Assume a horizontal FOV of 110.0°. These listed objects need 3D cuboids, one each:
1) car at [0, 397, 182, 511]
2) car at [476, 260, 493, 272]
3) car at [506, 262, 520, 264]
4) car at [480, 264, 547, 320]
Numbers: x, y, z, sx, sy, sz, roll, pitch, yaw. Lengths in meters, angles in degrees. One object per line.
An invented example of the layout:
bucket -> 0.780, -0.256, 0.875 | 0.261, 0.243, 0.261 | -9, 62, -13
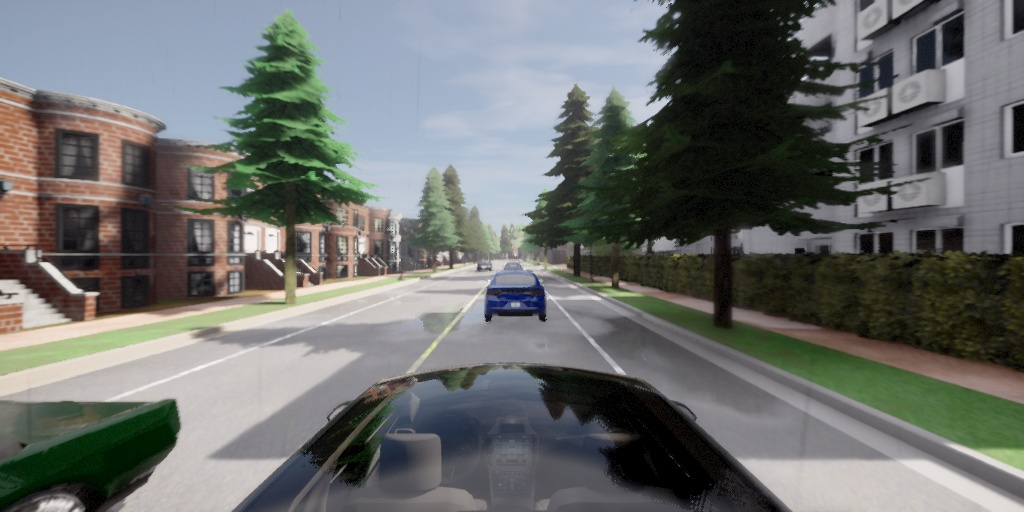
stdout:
car -> -3.600, 1.351, 0.621 | 1.895, 1.301, 4.718 | 0, 0, 0
car -> -3.491, 1.246, 46.287 | 2.128, 1.511, 4.902 | 0, 0, 0
car -> 0.107, 1.291, 33.354 | 2.033, 1.411, 5.357 | 0, 0, 0
car -> 0.104, 1.226, 12.577 | 1.882, 1.535, 5.008 | 0, 0, 0
